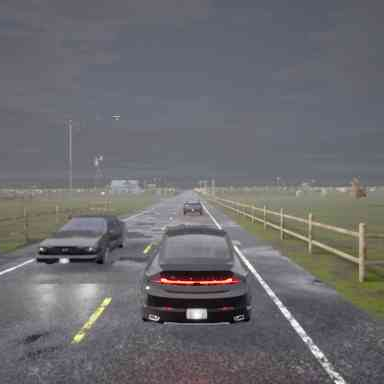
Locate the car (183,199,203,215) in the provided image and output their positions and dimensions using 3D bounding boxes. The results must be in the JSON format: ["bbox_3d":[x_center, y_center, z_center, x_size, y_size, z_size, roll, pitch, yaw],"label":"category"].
[{"bbox_3d":[0.095,1.474,33.196,2.128,1.511,4.902,0,0,0],"label":"car"}]

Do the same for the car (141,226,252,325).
[{"bbox_3d":[0.077,1.504,7.210,1.837,1.490,4.892,0,0,0],"label":"car"}]

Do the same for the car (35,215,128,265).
[{"bbox_3d":[-3.599,1.545,11.993,2.033,1.411,5.357,0,0,0],"label":"car"}]
